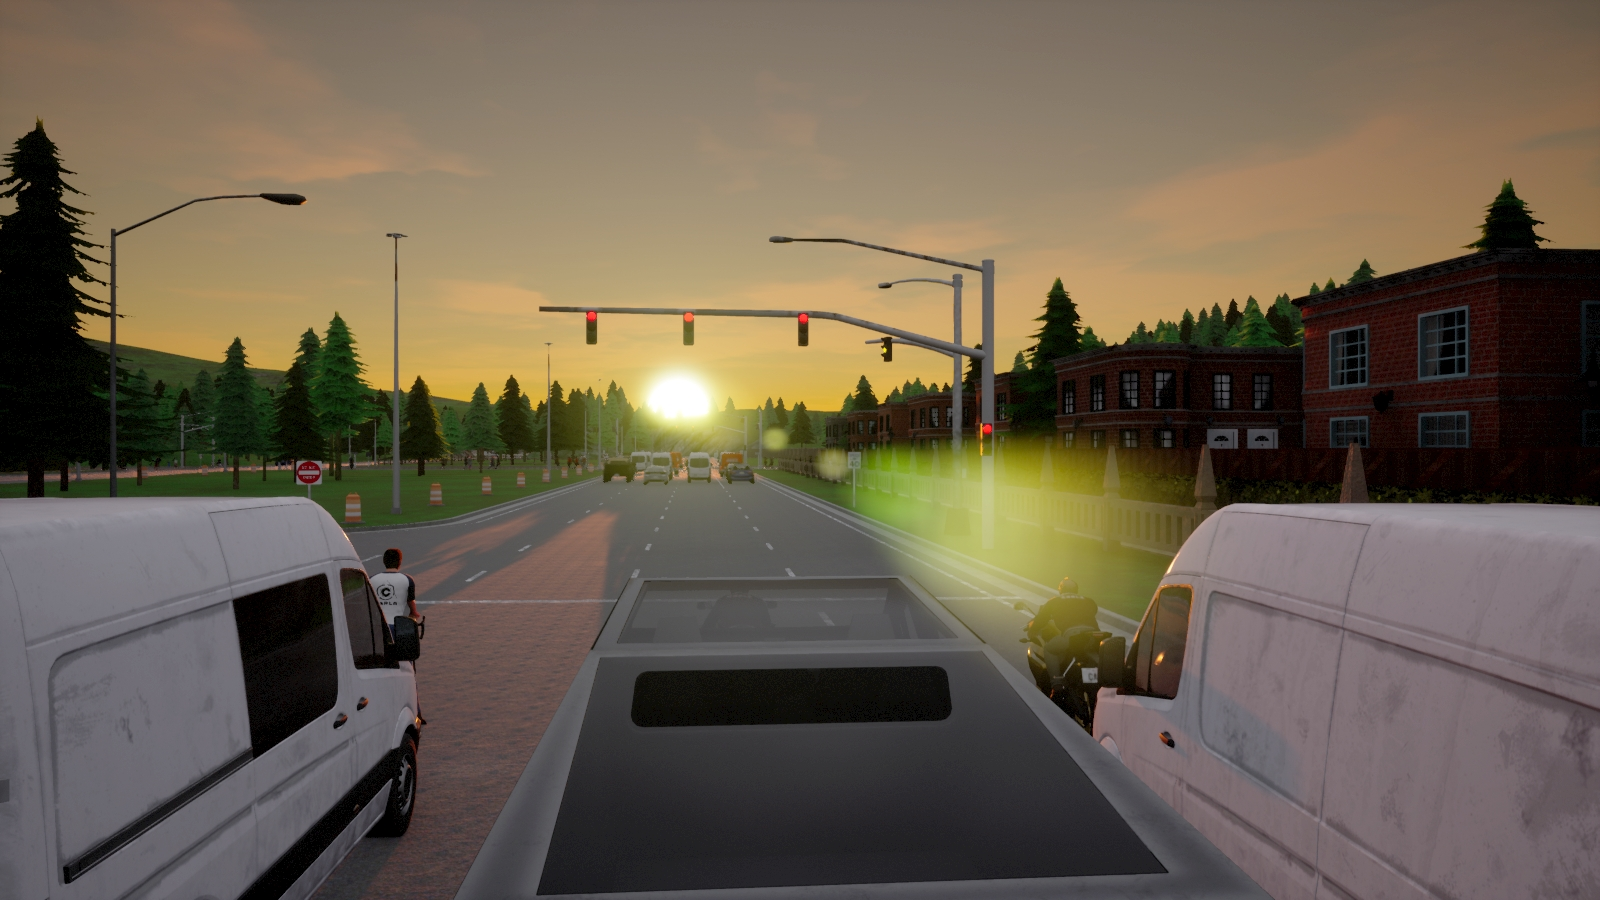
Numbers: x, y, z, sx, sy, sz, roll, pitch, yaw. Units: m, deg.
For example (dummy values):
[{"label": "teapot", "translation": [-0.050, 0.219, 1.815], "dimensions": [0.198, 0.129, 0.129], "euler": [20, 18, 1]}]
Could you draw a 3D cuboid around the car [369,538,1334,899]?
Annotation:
[{"label": "car", "translation": [-0.117, 1.754, 5.929], "dimensions": [2.390, 2.098, 6.274], "euler": [0, 0, -5]}]

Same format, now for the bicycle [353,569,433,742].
[{"label": "bicycle", "translation": [-4.173, 2.056, 11.794], "dimensions": [0.373, 1.496, 1.643], "euler": [0, 0, -5]}]

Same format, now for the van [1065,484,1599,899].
[{"label": "van", "translation": [3.020, 1.534, 5.590], "dimensions": [1.988, 2.561, 5.915], "euler": [0, 0, -1]}]

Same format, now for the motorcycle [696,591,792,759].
[{"label": "motorcycle", "translation": [-0.613, 2.205, 11.622], "dimensions": [0.867, 1.251, 2.209], "euler": [0, 0, -6]}]

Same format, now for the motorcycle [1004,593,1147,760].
[{"label": "motorcycle", "translation": [2.714, 2.205, 11.543], "dimensions": [0.867, 1.251, 2.209], "euler": [0, 0, -2]}]

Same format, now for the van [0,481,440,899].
[{"label": "van", "translation": [-3.677, 1.534, 6.378], "dimensions": [1.988, 2.561, 5.915], "euler": [0, 0, -5]}]

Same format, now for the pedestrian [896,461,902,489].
[{"label": "pedestrian", "translation": [6.643, 1.696, 76.756], "dimensions": [0.375, 1.860, 0.375], "euler": [0, 0, -5]}]
